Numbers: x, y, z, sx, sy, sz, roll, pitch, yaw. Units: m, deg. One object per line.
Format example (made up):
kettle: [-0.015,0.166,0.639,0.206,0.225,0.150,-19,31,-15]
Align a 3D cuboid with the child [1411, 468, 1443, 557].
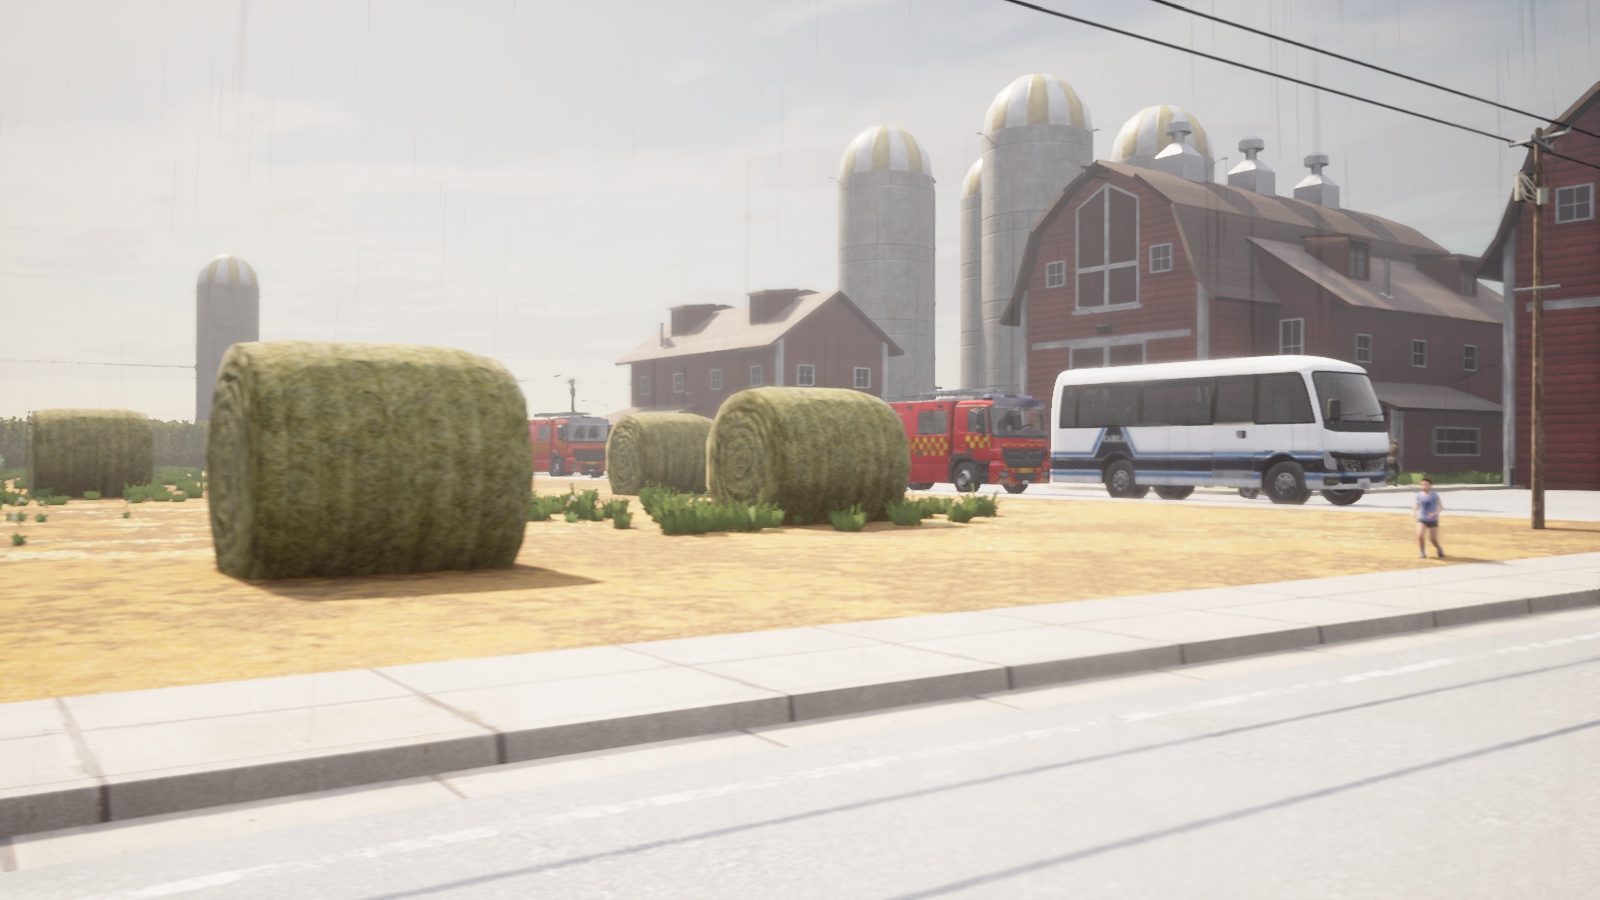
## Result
child: [7.914,0.781,15.855,0.255,1.110,0.394,0,0,43]

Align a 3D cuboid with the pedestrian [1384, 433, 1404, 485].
pedestrian: [21.568,0.323,45.612,0.634,1.846,0.331,0,0,-24]

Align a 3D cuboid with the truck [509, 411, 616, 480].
truck: [-14.121,-0.235,74.111,2.891,3.827,8.468,0,0,-36]

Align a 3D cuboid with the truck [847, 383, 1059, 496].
truck: [5.508,-0.344,46.970,2.891,3.827,8.468,0,0,-36]

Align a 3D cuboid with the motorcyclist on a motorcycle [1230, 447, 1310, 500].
motorcyclist on a motorcycle: [14.922,0.736,39.926,0.766,1.649,2.350,0,0,-36]

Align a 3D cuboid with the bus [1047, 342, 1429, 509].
bus: [12.530,-0.597,37.264,3.944,4.253,10.273,0,0,-36]
